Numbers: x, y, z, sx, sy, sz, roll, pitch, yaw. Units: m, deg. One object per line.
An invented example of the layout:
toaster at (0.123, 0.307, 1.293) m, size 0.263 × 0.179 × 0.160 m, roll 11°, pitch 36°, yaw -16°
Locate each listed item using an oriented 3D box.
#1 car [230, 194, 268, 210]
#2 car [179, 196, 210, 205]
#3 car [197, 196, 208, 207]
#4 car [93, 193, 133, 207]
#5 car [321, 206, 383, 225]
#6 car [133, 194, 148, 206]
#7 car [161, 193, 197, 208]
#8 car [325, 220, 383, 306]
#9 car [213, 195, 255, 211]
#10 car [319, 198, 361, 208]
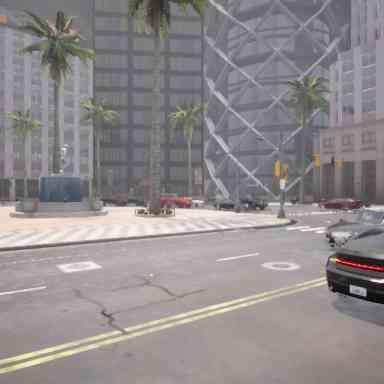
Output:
car at (7.088, 1.221, 43.088) m, size 2.150 × 2.045 × 5.566 m, roll 0°, pitch 0°, yaw -41°
car at (0.376, 1.491, 57.548) m, size 4.902 × 1.511 × 2.128 m, roll 0°, pitch 0°, yaw 29°
car at (-0.199, 1.525, 49.571) m, size 4.674 × 1.442 × 1.812 m, roll 0°, pitch 0°, yaw 32°
car at (-12.531, 1.221, 51.019) m, size 5.566 × 2.045 × 2.150 m, roll 0°, pitch 0°, yaw 10°
car at (7.378, 1.491, 13.461) m, size 4.902 × 1.511 × 2.128 m, roll 0°, pitch 0°, yaw -34°
car at (-9.929, 1.221, 53.950) m, size 5.566 × 2.045 × 2.150 m, roll 0°, pitch 0°, yaw 14°
car at (-2.568, 1.221, 47.055) m, size 5.566 × 2.045 × 2.150 m, roll 0°, pitch 0°, yaw 31°
car at (4.923, 1.505, 7.306) m, size 4.892 × 1.490 × 1.837 m, roll 0°, pitch 0°, yaw -35°
car at (4.726, 1.491, 40.395) m, size 2.128 × 1.511 × 4.902 m, roll 0°, pitch 0°, yaw -42°
car at (18.007, 1.477, 40.745) m, size 1.882 × 1.535 × 5.008 m, roll 0°, pitch 0°, yaw -36°
